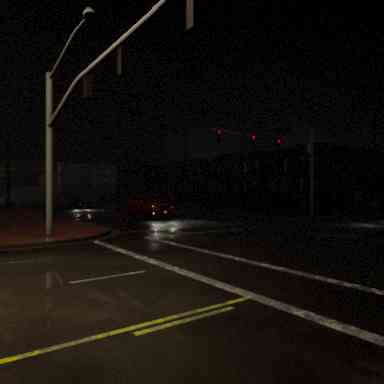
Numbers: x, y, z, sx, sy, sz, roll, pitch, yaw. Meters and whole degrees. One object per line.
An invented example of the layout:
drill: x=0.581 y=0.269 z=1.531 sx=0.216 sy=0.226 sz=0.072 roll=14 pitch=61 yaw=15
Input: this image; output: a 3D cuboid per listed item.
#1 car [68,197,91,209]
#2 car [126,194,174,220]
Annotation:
car: x=-15.037 y=1.500 z=44.340 sx=1.837 sy=1.490 sz=4.892 roll=0 pitch=0 yaw=-36
car: x=-3.716 y=1.215 z=28.558 sx=2.150 sy=2.045 sz=5.566 roll=0 pitch=0 yaw=-36
